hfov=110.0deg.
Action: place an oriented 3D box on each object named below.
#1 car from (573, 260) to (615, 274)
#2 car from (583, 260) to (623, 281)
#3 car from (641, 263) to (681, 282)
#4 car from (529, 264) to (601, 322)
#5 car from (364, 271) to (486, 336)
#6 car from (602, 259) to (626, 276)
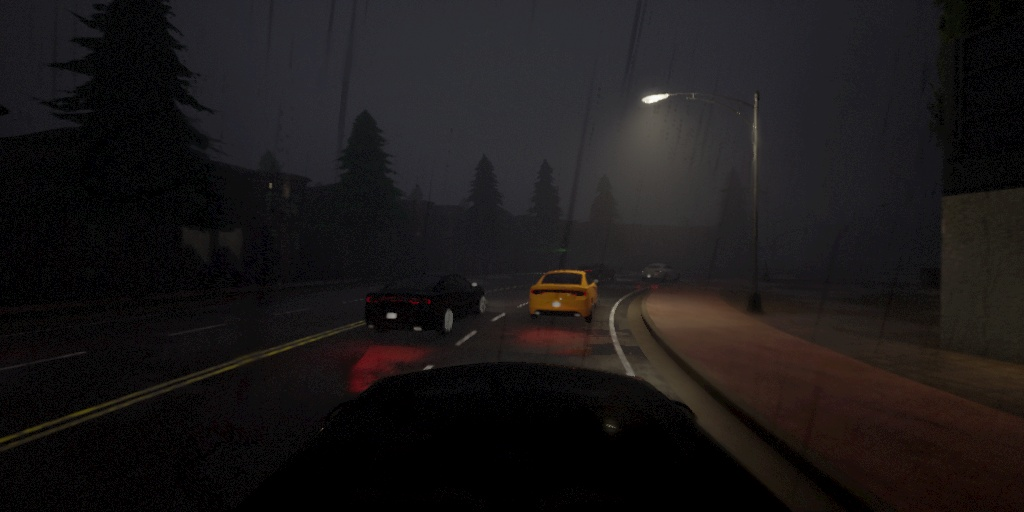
[{"bbox_3d":[9.386,1.226,40.960,5.008,1.535,1.882,0,0,-37],"label":"car"},{"bbox_3d":[6.821,1.257,28.688,1.837,1.490,4.892,0,0,39],"label":"car"},{"bbox_3d":[12.237,1.332,29.436,1.812,1.442,4.674,0,0,45],"label":"car"},{"bbox_3d":[1.945,1.221,12.547,1.882,1.535,5.008,0,0,16],"label":"car"},{"bbox_3d":[-2.193,1.184,10.447,1.882,1.535,5.008,0,0,12],"label":"car"},{"bbox_3d":[9.640,1.113,36.670,4.553,1.767,2.097,0,0,-39],"label":"car"}]
